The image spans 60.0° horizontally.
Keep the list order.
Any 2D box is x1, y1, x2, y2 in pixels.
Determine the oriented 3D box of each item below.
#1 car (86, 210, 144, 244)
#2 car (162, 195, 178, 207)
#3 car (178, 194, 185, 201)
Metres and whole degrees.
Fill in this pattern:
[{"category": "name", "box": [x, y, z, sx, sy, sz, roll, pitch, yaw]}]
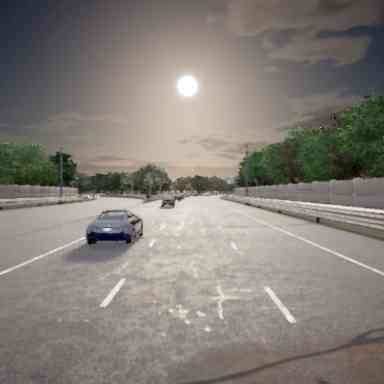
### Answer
[{"category": "car", "box": [-3.501, 1.531, 15.727, 1.994, 1.385, 4.181, 0, 0, 0]}, {"category": "car", "box": [-3.504, 1.472, 50.561, 1.837, 1.490, 4.892, 0, 0, 0]}, {"category": "car", "box": [-3.506, 1.426, 84.583, 1.882, 1.535, 5.008, 0, 0, 0]}]
